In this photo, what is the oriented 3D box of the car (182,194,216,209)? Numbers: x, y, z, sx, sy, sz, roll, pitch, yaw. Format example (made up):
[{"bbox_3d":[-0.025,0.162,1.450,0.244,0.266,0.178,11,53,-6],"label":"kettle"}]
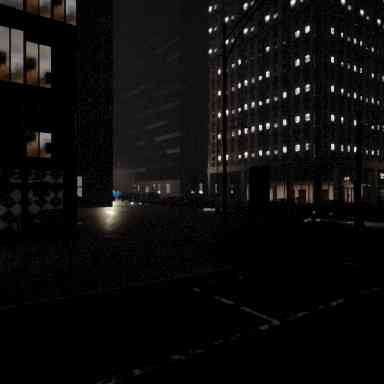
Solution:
[{"bbox_3d":[1.054,1.217,39.718,1.994,1.385,4.181,0,1,-33],"label":"car"}]

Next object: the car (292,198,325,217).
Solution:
[{"bbox_3d":[8.292,1.298,28.268,2.128,1.511,4.902,0,1,-32],"label":"car"}]

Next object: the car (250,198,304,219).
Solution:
[{"bbox_3d":[6.389,1.399,26.546,1.802,1.307,4.206,1,0,-32],"label":"car"}]

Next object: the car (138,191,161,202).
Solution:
[{"bbox_3d":[-7.324,0.778,57.543,2.097,1.767,4.553,0,1,-35],"label":"car"}]

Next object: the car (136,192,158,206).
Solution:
[{"bbox_3d":[-5.459,1.094,44.996,1.752,1.417,4.829,1,0,-33],"label":"car"}]

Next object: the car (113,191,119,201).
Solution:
[{"bbox_3d":[-15.008,0.919,58.874,1.887,1.381,4.507,1,0,-35],"label":"car"}]

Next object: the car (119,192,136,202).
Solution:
[{"bbox_3d":[-10.206,0.770,56.748,2.097,1.767,4.553,0,1,-35],"label":"car"}]

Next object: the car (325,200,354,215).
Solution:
[{"bbox_3d":[13.007,1.377,31.239,1.802,1.307,4.206,1,0,-32],"label":"car"}]

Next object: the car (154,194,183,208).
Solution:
[{"bbox_3d":[-2.509,1.211,40.500,1.802,1.307,4.206,1,0,-33],"label":"car"}]

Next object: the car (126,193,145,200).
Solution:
[{"bbox_3d":[-11.540,0.864,67.781,1.947,1.339,4.313,1,0,-36],"label":"car"}]
